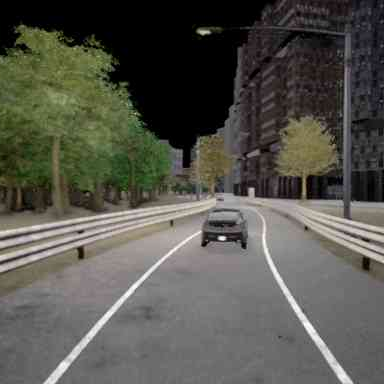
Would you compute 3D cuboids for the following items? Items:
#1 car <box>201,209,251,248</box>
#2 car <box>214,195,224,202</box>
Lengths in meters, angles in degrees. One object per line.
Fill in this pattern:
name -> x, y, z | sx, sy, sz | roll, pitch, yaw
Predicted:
car -> 1.587, 1.514, 15.069 | 1.837, 1.490, 4.892 | 0, 0, 10
car -> 5.892, 1.487, 75.467 | 2.033, 1.411, 5.357 | 0, 0, -8
